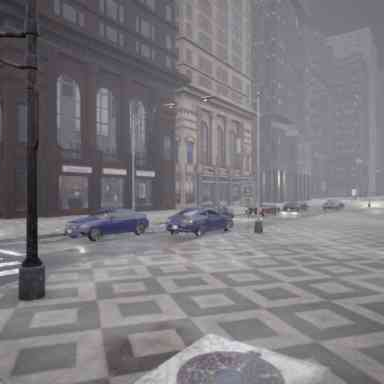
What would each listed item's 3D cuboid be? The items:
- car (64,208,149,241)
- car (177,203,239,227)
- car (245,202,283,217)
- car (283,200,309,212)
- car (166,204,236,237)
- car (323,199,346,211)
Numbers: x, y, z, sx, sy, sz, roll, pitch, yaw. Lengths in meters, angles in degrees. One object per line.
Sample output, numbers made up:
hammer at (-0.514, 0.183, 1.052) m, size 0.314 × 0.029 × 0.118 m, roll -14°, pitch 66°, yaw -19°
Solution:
car at (-4.252, 1.565, 17.221) m, size 1.812 × 1.442 × 4.674 m, roll 0°, pitch 0°, yaw 37°
car at (1.342, 1.616, 25.035) m, size 2.033 × 1.411 × 5.357 m, roll 0°, pitch 0°, yaw 36°
car at (7.036, 1.697, 32.971) m, size 1.895 × 1.301 × 4.718 m, roll 0°, pitch 0°, yaw 36°
car at (12.935, 1.671, 41.131) m, size 2.033 × 1.411 × 5.357 m, roll 0°, pitch 0°, yaw 36°
car at (0.492, 1.571, 18.301) m, size 1.812 × 1.442 × 4.674 m, roll 0°, pitch 0°, yaw 36°
car at (18.728, 1.681, 43.796) m, size 2.033 × 1.411 × 5.357 m, roll 0°, pitch 0°, yaw 36°
